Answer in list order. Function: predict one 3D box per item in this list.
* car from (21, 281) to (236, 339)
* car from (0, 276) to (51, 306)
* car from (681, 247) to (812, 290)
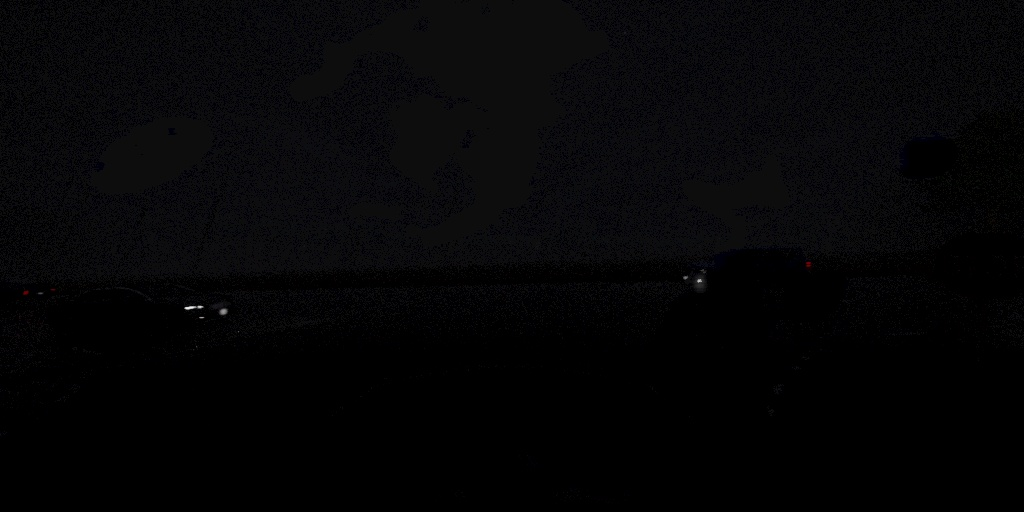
[{"bbox_3d":[-11.478,1.583,11.276,4.902,1.511,2.128,-2,2,2],"label":"car"},{"bbox_3d":[-26.972,1.814,18.830,4.674,1.442,1.812,-2,2,2],"label":"car"},{"bbox_3d":[11.284,0.627,17.467,5.566,2.045,2.150,-2,2,2],"label":"car"}]
